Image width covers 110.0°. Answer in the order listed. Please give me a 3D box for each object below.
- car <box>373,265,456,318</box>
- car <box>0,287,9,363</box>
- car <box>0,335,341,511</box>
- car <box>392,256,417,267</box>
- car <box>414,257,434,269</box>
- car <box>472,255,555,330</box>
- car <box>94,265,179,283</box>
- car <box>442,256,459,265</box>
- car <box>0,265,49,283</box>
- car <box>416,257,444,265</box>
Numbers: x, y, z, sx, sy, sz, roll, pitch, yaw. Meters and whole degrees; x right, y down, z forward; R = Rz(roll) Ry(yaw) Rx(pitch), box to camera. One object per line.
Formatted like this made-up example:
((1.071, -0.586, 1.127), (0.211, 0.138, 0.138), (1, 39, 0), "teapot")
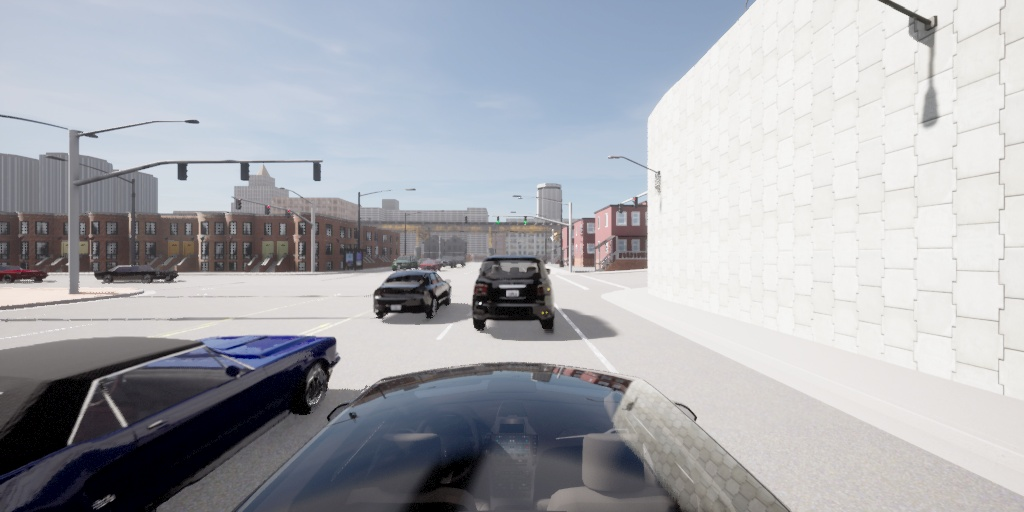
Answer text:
((-3.417, 1.256, 13.006), (1.837, 1.490, 4.892), (0, 0, 0), "car")
((-10.600, 1.297, 4.145), (2.033, 1.411, 5.357), (0, 0, 0), "car")
((-3.397, 1.351, 3.026), (1.895, 1.301, 4.718), (0, 0, 0), "car")
((-14.102, 0.968, 47.534), (2.150, 2.045, 5.566), (0, 0, 0), "car")
((-14.095, 1.098, 57.657), (2.097, 1.767, 4.553), (0, 0, 0), "car")
((0.068, 0.973, 11.264), (2.150, 2.045, 5.566), (0, 0, 1), "car")
((-28.177, 1.349, 27.061), (4.718, 1.301, 1.895), (0, 0, 0), "car")
((-10.596, 0.970, 59.108), (2.150, 2.045, 5.566), (0, 0, 0), "car")
((-38.294, 1.349, 27.025), (4.718, 1.301, 1.895), (0, 0, 0), "car")
((-10.608, 1.224, 46.853), (1.882, 1.535, 5.008), (0, 0, 0), "car")
